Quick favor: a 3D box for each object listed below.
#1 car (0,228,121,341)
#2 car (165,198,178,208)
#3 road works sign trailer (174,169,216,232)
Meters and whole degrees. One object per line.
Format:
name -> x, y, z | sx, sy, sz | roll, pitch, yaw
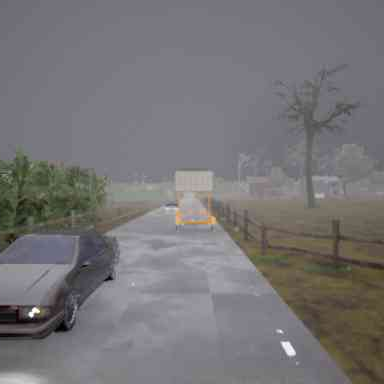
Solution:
car -> -2.844, 1.522, 7.029 | 2.033, 1.411, 5.357 | 0, 0, 0
car -> -2.825, 1.523, 48.618 | 2.033, 1.411, 5.357 | 0, 0, 0
road works sign trailer -> 0.114, 0.419, 19.769 | 2.380, 3.560, 2.880 | 0, 0, -5
